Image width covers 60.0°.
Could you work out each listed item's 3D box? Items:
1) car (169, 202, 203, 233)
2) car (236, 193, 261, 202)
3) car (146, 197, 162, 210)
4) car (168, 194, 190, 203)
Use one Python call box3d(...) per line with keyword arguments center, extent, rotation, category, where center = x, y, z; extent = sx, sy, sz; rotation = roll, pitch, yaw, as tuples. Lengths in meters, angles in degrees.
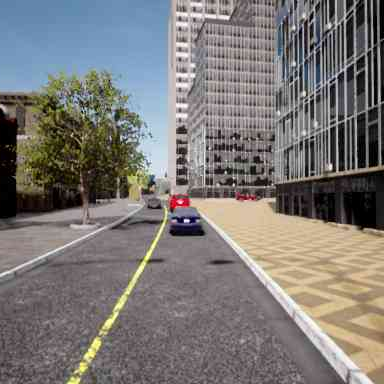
box3d(center=(-0.387, 1.551, 19.645), extent=(2.033, 1.411, 5.357), rotation=(0, 0, -2), category="car")
box3d(center=(11.590, 1.202, 68.747), extent=(5.009, 1.841, 2.192), rotation=(0, -1, 13), category="car")
box3d(center=(-4.933, 1.475, 43.605), extent=(1.882, 1.535, 5.008), rotation=(0, 0, -5), category="car")
box3d(center=(-1.382, 1.222, 36.363), extent=(2.150, 2.045, 5.566), rotation=(0, 0, -4), category="car")
